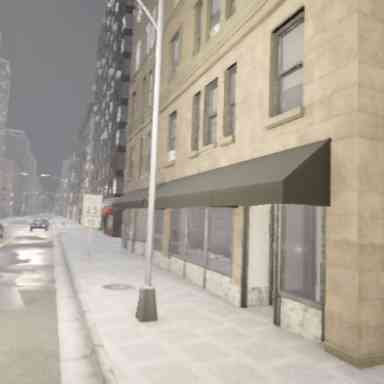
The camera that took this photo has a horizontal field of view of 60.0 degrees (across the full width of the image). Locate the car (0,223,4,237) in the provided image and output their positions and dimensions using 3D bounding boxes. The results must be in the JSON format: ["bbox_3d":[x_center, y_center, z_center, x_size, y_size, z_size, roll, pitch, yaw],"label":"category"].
[{"bbox_3d":[-15.498,2.829,25.266,2.033,1.411,5.357,4,-5,-23],"label":"car"}]

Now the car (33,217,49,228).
[{"bbox_3d":[-21.346,4.303,47.220,1.895,1.301,4.718,4,-5,-23],"label":"car"}]

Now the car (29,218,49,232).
[{"bbox_3d":[-17.296,3.688,37.658,2.033,1.411,5.357,4,-5,-22],"label":"car"}]
